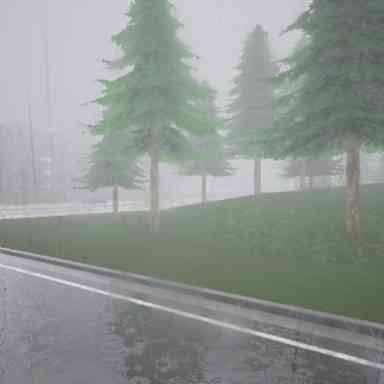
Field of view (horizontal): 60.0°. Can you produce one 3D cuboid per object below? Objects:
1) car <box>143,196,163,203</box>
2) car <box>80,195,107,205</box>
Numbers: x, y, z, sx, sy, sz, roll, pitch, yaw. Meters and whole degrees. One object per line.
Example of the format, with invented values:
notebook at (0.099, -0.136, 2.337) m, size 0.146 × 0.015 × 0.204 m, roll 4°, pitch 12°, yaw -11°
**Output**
car at (-8.236, 1.432, 70.305) m, size 1.882 × 1.535 × 5.008 m, roll 0°, pitch 0°, yaw 35°
car at (-17.114, 1.314, 57.735) m, size 2.097 × 1.767 × 4.553 m, roll 0°, pitch 0°, yaw 35°
